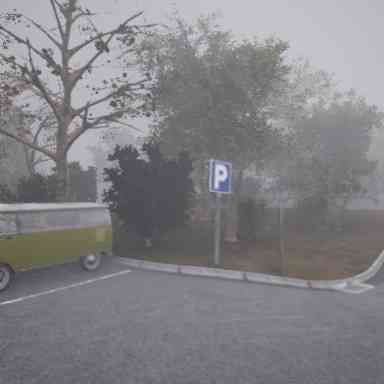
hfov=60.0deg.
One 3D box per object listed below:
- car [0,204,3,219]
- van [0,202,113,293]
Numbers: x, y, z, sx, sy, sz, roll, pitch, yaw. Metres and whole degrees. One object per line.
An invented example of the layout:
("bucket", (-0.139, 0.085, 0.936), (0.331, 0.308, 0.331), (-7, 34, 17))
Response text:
("car", (-21.625, 2.082, 32.835), (4.892, 1.490, 1.837), (-1, -2, -42))
("van", (-4.293, 1.280, 8.737), (1.878, 1.987, 4.442), (-1, 0, 35))
